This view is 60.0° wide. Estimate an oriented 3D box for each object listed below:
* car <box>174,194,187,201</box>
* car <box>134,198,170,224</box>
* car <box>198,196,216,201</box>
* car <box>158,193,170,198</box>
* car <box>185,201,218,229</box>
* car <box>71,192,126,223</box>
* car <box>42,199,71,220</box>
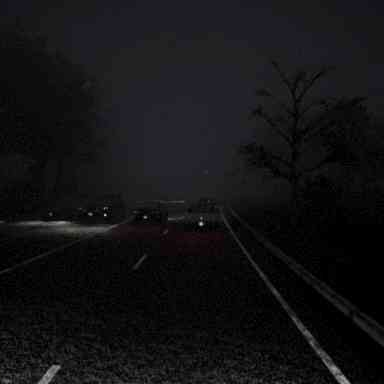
[{"bbox_3d":[-2.301,1.129,67.185,1.994,1.385,4.181,0,0,8],"label":"car"},{"bbox_3d":[-2.778,1.364,22.956,1.812,1.442,4.674,0,0,3],"label":"car"},{"bbox_3d":[1.724,1.239,38.338,1.837,1.490,4.892,0,0,5],"label":"car"},{"bbox_3d":[-5.712,0.942,68.069,1.837,1.490,4.892,0,0,8],"label":"car"},{"bbox_3d":[0.608,1.457,20.573,1.895,1.301,4.718,0,0,2],"label":"car"},{"bbox_3d":[-6.427,1.050,24.243,2.150,2.045,5.566,0,0,3],"label":"car"},{"bbox_3d":[-9.834,1.320,25.879,1.837,1.490,4.892,0,0,3],"label":"car"}]
